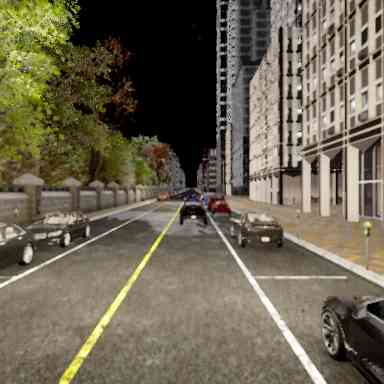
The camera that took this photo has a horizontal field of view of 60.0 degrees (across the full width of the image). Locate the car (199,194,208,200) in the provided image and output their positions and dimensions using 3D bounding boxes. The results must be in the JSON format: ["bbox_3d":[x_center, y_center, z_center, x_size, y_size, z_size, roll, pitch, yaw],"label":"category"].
[{"bbox_3d":[2.696,1.120,76.830,1.947,1.339,4.313,1,0,0],"label":"car"}]

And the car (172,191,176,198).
[{"bbox_3d":[-5.682,0.827,82.557,2.192,1.841,5.009,1,0,0],"label":"car"}]

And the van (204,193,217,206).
[{"bbox_3d":[2.698,1.083,48.425,1.690,1.788,3.998,1,0,0],"label":"van"}]

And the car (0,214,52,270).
[{"bbox_3d":[-5.685,1.509,8.683,2.008,1.369,4.403,0,0,0],"label":"car"}]

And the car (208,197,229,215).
[{"bbox_3d":[2.696,1.425,31.381,1.802,1.307,4.206,0,0,0],"label":"car"}]

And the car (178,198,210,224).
[{"bbox_3d":[0.099,1.386,23.763,1.837,1.490,4.892,0,0,0],"label":"car"}]

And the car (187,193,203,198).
[{"bbox_3d":[0.101,1.140,40.585,2.097,1.767,4.553,0,0,0],"label":"car"}]

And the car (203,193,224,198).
[{"bbox_3d":[2.698,1.125,37.063,2.192,1.841,5.009,0,0,0],"label":"car"}]

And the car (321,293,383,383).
[{"bbox_3d":[2.696,1.552,2.976,1.947,1.339,4.313,0,0,0],"label":"car"}]

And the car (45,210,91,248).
[{"bbox_3d":[-5.685,1.482,14.367,2.008,1.369,4.403,0,0,0],"label":"car"}]

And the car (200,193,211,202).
[{"bbox_3d":[2.697,1.072,65.469,1.967,1.590,4.097,1,0,0],"label":"car"}]

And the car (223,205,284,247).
[{"bbox_3d":[2.695,1.482,14.340,2.008,1.369,4.403,0,0,0],"label":"car"}]

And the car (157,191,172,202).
[{"bbox_3d":[-5.682,0.946,65.510,2.192,1.841,5.009,1,0,0],"label":"car"}]
